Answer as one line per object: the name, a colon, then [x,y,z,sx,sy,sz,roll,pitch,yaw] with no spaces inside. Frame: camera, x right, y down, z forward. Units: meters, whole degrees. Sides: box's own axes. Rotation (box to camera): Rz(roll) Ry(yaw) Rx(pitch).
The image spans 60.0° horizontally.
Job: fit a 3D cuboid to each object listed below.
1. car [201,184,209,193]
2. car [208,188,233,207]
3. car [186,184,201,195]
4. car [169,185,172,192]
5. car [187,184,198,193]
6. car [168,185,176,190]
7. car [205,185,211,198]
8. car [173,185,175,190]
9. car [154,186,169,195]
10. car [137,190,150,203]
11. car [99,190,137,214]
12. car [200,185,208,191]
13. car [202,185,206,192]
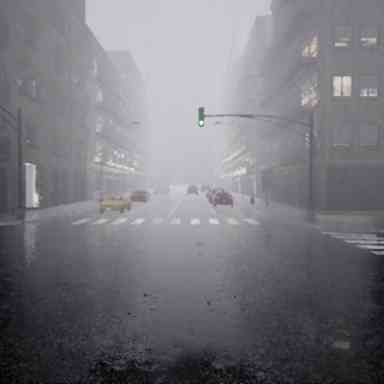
car: [2.840,-0.825,69.167,2.192,1.841,5.009,1,2,0]
car: [2.760,0.594,30.527,1.887,1.381,4.507,1,2,0]
car: [0.116,-0.241,56.363,1.837,1.490,4.892,0,2,0]
car: [-5.555,-0.419,63.683,2.008,1.369,4.403,1,2,0]
car: [0.135,-0.713,66.746,2.097,1.767,4.553,0,2,0]
car: [-5.499,-1.265,91.287,2.008,1.369,4.403,1,2,0]
car: [2.772,0.319,36.045,1.967,1.590,4.097,1,2,0]
car: [-5.511,-1.116,85.595,1.752,1.417,4.829,1,2,0]
car: [-5.566,-0.270,57.992,1.752,1.417,4.829,1,2,0]
car: [-5.610,0.425,36.078,1.887,1.381,4.507,1,2,0]
car: [-5.632,0.752,24.866,1.752,1.417,4.829,1,2,0]
car: [2.859,-0.913,80.215,1.947,1.339,4.313,1,2,0]
car: [2.793,0.121,47.091,1.802,1.307,4.206,1,2,0]
